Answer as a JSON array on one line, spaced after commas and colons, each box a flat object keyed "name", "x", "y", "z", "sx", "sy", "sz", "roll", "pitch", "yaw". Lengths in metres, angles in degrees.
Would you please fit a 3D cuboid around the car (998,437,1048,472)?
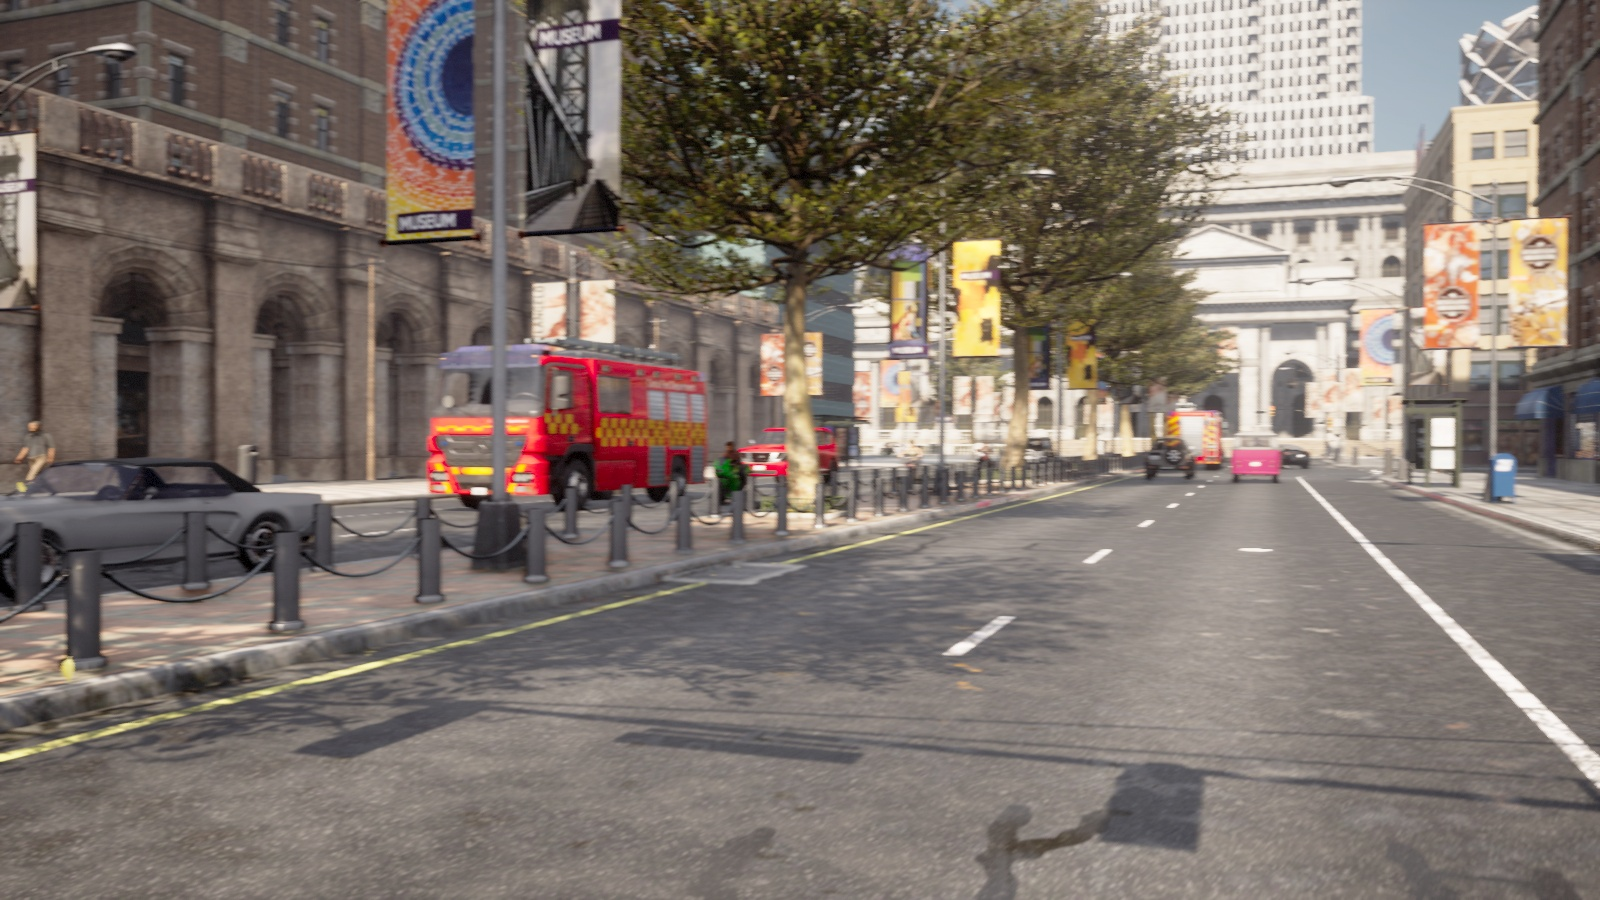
[{"name": "car", "x": 12.190, "y": 0.220, "z": 68.497, "sx": 1.932, "sy": 1.855, "sz": 4.605, "roll": 0, "pitch": 0, "yaw": 20}]

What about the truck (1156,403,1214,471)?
[{"name": "truck", "x": 23.066, "y": -0.748, "z": 75.044, "sx": 2.891, "sy": 3.827, "sz": 8.468, "roll": 0, "pitch": 0, "yaw": 20}]

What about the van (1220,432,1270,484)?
[{"name": "van", "x": 17.665, "y": 0.291, "z": 49.798, "sx": 1.775, "sy": 1.987, "sz": 4.442, "roll": 0, "pitch": 0, "yaw": 20}]

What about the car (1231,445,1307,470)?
[{"name": "car", "x": 28.764, "y": 0.431, "z": 77.216, "sx": 2.163, "sy": 1.488, "sz": 4.792, "roll": 0, "pitch": 0, "yaw": -11}]

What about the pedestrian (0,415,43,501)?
[{"name": "pedestrian", "x": -17.035, "y": 0.161, "z": 27.411, "sx": 0.540, "sy": 1.848, "sz": 0.694, "roll": 0, "pitch": 0, "yaw": 20}]

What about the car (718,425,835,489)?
[{"name": "car", "x": -0.703, "y": 0.209, "z": 43.093, "sx": 2.150, "sy": 2.045, "sz": 5.566, "roll": 0, "pitch": 0, "yaw": 20}]

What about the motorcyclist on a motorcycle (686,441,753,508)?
[{"name": "motorcyclist on a motorcycle", "x": -1.872, "y": 0.546, "z": 29.554, "sx": 0.797, "sy": 1.523, "sz": 2.044, "roll": 0, "pitch": 0, "yaw": 20}]

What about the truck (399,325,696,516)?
[{"name": "truck", "x": -5.551, "y": -0.618, "z": 29.650, "sx": 2.891, "sy": 3.827, "sz": 8.468, "roll": 0, "pitch": 0, "yaw": 20}]

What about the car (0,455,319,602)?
[{"name": "car", "x": -7.603, "y": 0.732, "z": 13.474, "sx": 1.895, "sy": 1.301, "sz": 4.718, "roll": 0, "pitch": 0, "yaw": 21}]

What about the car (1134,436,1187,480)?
[{"name": "car", "x": 15.814, "y": 0.316, "z": 54.977, "sx": 1.932, "sy": 1.855, "sz": 4.605, "roll": 0, "pitch": 0, "yaw": 20}]
